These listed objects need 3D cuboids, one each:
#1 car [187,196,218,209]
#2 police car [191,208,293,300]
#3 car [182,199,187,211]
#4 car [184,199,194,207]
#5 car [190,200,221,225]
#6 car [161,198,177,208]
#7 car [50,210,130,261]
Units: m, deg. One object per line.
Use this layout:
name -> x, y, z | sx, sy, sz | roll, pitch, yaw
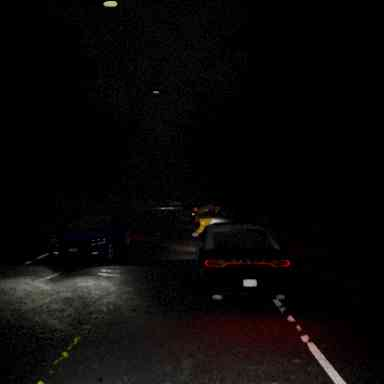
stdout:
car -> 0.925, 1.295, 24.526 | 2.150, 2.045, 5.566 | -1, 0, -1
police car -> 1.040, 1.441, 8.578 | 1.930, 1.638, 5.238 | 0, 0, 0
car -> -0.308, 1.743, 45.340 | 2.128, 1.511, 4.902 | 0, 0, 0
car -> -0.579, 1.915, 59.425 | 1.812, 1.442, 4.674 | 0, -1, -1
car -> 0.978, 1.501, 18.672 | 1.801, 1.575, 5.366 | -1, 0, 0
car -> -4.101, 1.893, 55.483 | 2.033, 1.411, 5.357 | 0, -1, -1
car -> -3.631, 1.507, 12.638 | 1.882, 1.535, 5.008 | 0, 0, 0
